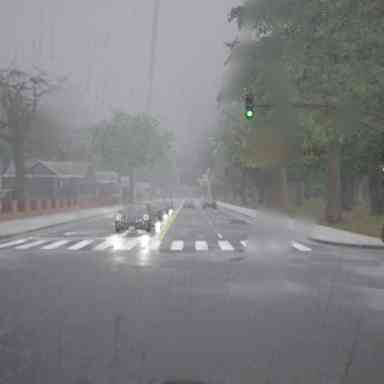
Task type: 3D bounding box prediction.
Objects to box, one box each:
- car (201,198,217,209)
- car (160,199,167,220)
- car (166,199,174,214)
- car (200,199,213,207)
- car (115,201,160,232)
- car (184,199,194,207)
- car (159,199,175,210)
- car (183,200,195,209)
[{"bbox_3d":[2.780,1.777,52.807,2.097,1.767,4.553,0,0,-1],"label":"car"},{"bbox_3d":[-3.568,1.712,30.307,1.837,1.490,4.892,0,0,-1],"label":"car"},{"bbox_3d":[-3.676,1.781,40.250,2.128,1.511,4.902,0,0,-1],"label":"car"},{"bbox_3d":[2.672,2.051,62.841,2.033,1.411,5.357,0,0,-1],"label":"car"},{"bbox_3d":[-3.472,1.483,21.161,2.097,1.767,4.553,0,0,-1],"label":"car"},{"bbox_3d":[-0.578,2.087,62.837,1.895,1.301,4.718,0,0,-1],"label":"car"},{"bbox_3d":[-3.754,1.866,50.922,2.128,1.511,4.902,0,0,0],"label":"car"},{"bbox_3d":[-0.467,1.952,52.384,2.033,1.411,5.357,0,0,-1],"label":"car"}]
